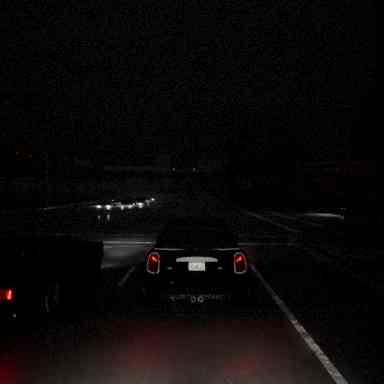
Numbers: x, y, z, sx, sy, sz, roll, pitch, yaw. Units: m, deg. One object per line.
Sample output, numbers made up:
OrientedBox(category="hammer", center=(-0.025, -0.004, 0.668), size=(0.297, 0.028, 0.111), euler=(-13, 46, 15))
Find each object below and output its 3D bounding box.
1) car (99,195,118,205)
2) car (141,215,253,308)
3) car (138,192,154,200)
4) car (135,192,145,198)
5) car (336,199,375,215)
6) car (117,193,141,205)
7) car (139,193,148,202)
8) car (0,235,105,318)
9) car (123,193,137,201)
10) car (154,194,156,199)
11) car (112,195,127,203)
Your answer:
OrientedBox(category="car", center=(-13.961, 1.400, 54.727), size=(1.812, 1.442, 4.674), euler=(0, 1, 0))
OrientedBox(category="car", center=(0.099, 1.352, 8.084), size=(2.097, 1.767, 4.553), euler=(0, 0, 0))
OrientedBox(category="car", center=(-10.324, 1.119, 74.816), size=(1.812, 1.442, 4.674), euler=(0, 1, 0))
OrientedBox(category="car", center=(-13.791, 0.810, 88.503), size=(1.837, 1.490, 4.892), euler=(0, 1, 0))
OrientedBox(category="car", center=(16.760, 1.505, 32.724), size=(4.892, 1.490, 1.837), euler=(0, 0, -1))
OrientedBox(category="car", center=(-10.461, 1.410, 55.486), size=(2.033, 1.411, 5.357), euler=(0, 1, 0))
OrientedBox(category="car", center=(-10.384, 1.350, 65.078), size=(1.895, 1.301, 4.718), euler=(0, 1, 1))
OrientedBox(category="car", center=(-3.401, 1.601, 7.358), size=(1.895, 1.301, 4.718), euler=(0, 0, 0))
OrientedBox(category="car", center=(-13.825, 1.128, 74.362), size=(2.128, 1.511, 4.902), euler=(0, 1, 0))
OrientedBox(category="car", center=(-10.300, 0.951, 84.747), size=(1.994, 1.385, 4.181), euler=(0, 1, 0))
OrientedBox(category="car", center=(-13.888, 1.290, 64.020), size=(1.812, 1.442, 4.674), euler=(0, 1, 1))
